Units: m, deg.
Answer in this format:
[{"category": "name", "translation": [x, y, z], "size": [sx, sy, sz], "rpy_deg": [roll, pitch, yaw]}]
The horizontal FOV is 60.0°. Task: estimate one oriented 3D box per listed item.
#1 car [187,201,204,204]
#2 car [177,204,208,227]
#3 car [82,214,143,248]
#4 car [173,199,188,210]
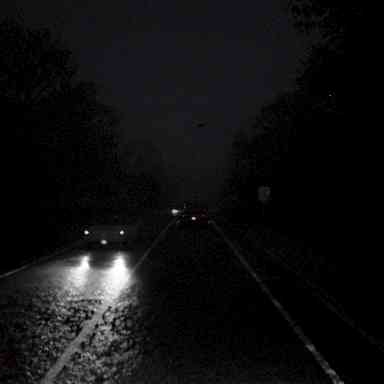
[{"category": "car", "translation": [0.941, 2.011, 42.733], "size": [1.994, 1.385, 4.181], "rpy_deg": [0, -1, 6]}, {"category": "car", "translation": [0.124, 1.809, 24.815], "size": [1.994, 1.385, 4.181], "rpy_deg": [0, -1, 0]}, {"category": "car", "translation": [-3.568, 1.752, 15.699], "size": [1.895, 1.301, 4.718], "rpy_deg": [0, -1, 0]}, {"category": "car", "translation": [-1.552, 1.860, 51.828], "size": [2.097, 1.767, 4.553], "rpy_deg": [1, 0, 10]}]
